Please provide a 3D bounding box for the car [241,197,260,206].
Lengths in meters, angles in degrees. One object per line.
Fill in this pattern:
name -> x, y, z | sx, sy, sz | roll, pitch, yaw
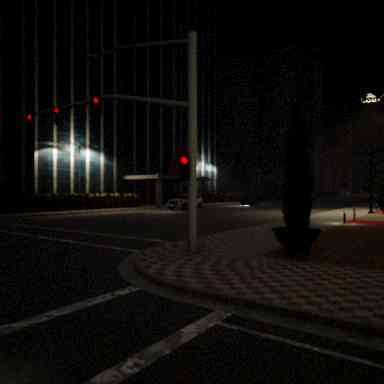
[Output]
car -> 9.956, 1.615, 56.628 | 1.994, 1.385, 4.181 | 0, 0, 35

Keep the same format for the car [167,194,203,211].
car -> -0.783, 1.227, 41.509 | 2.150, 2.045, 5.566 | 0, 0, 35
